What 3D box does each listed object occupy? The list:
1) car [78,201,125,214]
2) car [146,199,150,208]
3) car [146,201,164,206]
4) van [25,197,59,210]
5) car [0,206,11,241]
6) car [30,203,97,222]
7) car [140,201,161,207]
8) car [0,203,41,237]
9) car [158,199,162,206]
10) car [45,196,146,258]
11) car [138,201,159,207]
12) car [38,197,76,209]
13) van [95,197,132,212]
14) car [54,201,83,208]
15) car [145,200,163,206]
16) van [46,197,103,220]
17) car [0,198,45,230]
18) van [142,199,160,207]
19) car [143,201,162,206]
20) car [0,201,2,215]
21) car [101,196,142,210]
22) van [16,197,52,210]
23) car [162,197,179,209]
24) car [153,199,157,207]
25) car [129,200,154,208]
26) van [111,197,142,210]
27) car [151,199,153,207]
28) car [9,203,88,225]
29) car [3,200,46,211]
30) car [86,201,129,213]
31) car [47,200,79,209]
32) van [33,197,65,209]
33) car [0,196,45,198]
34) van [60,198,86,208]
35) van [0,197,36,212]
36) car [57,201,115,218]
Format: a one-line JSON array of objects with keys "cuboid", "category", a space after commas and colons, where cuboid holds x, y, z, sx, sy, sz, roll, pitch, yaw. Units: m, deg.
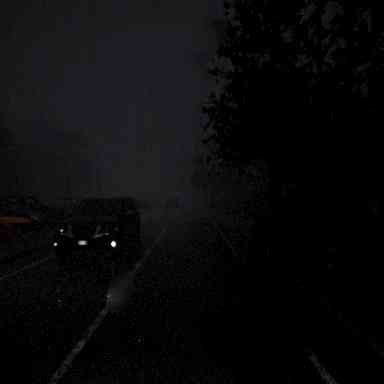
[{"cuboid": [-10.306, 1.773, 38.168, 4.792, 1.488, 2.163, 0, -1, 0], "category": "car"}, {"cuboid": [-10.328, 2.143, 57.578, 5.008, 1.535, 2.097, 0, -2, 0], "category": "car"}, {"cuboid": [-10.322, 3.201, 93.654, 4.892, 1.521, 2.231, 0, -2, 0], "category": "car"}, {"cuboid": [-23.530, 1.760, 52.181, 4.442, 1.987, 1.878, 0, -2, 0], "category": "van"}, {"cuboid": [-10.345, 1.446, 13.194, 4.892, 1.521, 2.231, 0, 0, 0], "category": "car"}, {"cuboid": [-10.340, 1.640, 27.065, 4.674, 1.452, 2.002, 0, -1, 0], "category": "car"}, {"cuboid": [-10.301, 2.898, 82.553, 4.792, 1.488, 2.163, 0, -2, 0], "category": "car"}, {"cuboid": [-10.345, 1.466, 15.966, 5.008, 1.535, 2.097, 0, -1, 0], "category": "car"}, {"cuboid": [-10.146, 2.624, 74.228, 5.366, 1.575, 1.946, 0, -2, 0], "category": "car"}, {"cuboid": [-3.356, 1.206, 12.961, 2.150, 2.045, 5.566, 0, 0, 0], "category": "car"}, {"cuboid": [-10.301, 2.818, 79.778, 4.792, 1.488, 2.163, 0, -2, 0], "category": "car"}, {"cuboid": [-23.385, 1.892, 57.595, 5.566, 2.045, 2.435, 0, -2, 0], "category": "car"}, {"cuboid": [-10.218, 1.589, 43.724, 4.442, 1.987, 1.878, 0, -1, 0], "category": "van"}, {"cuboid": [-23.410, 2.347, 63.250, 4.674, 1.452, 2.002, 0, -2, 0], "category": "car"}, {"cuboid": [-10.360, 2.987, 90.880, 4.553, 1.767, 2.185, 0, -2, 0], "category": "car"}, {"cuboid": [-10.454, 1.410, 29.844, 4.442, 1.987, 1.878, 0, -1, 0], "category": "van"}, {"cuboid": [-10.370, 1.369, 18.744, 4.553, 1.767, 2.185, 0, -1, 0], "category": "car"}, {"cuboid": [-10.446, 2.724, 85.335, 4.442, 1.987, 1.878, 0, -2, 0], "category": "van"}, {"cuboid": [-10.359, 3.059, 88.103, 4.792, 1.488, 2.163, 0, -2, 0], "category": "car"}, {"cuboid": [-23.410, 1.710, 35.576, 4.892, 1.521, 2.231, 0, -1, 0], "category": "car"}, {"cuboid": [-10.363, 1.651, 49.261, 5.566, 2.045, 2.435, 0, -2, 0], "category": "car"}, {"cuboid": [-23.298, 1.676, 49.279, 4.442, 1.987, 1.878, 0, -1, 0], "category": "van"}, {"cuboid": [-3.334, 1.869, 56.826, 2.150, 2.045, 5.566, 0, -1, 0], "category": "car"}, {"cuboid": [-10.147, 2.382, 65.904, 5.366, 1.575, 1.946, 0, -2, 0], "category": "car"}, {"cuboid": [-10.325, 2.467, 68.679, 4.892, 1.521, 2.231, 0, -2, 0], "category": "car"}, {"cuboid": [-10.217, 1.757, 52.035, 4.442, 1.987, 1.878, 0, -2, 0], "category": "van"}, {"cuboid": [-10.301, 2.179, 63.132, 4.553, 1.767, 2.185, 0, -2, 0], "category": "car"}, {"cuboid": [-10.367, 1.593, 24.290, 4.792, 1.488, 2.163, 0, -1, 0], "category": "car"}, {"cuboid": [-23.420, 1.852, 46.655, 5.008, 1.535, 2.097, 0, -1, 0], "category": "car"}, {"cuboid": [-10.338, 1.819, 40.945, 4.674, 1.452, 2.002, 0, -1, 0], "category": "car"}, {"cuboid": [-23.407, 2.227, 60.481, 5.008, 1.535, 2.097, 0, -2, 0], "category": "car"}, {"cuboid": [-23.530, 1.837, 54.825, 4.442, 1.987, 1.878, 0, -2, 0], "category": "van"}, {"cuboid": [-10.310, 1.276, 21.517, 5.566, 2.045, 2.435, 0, -1, 0], "category": "car"}, {"cuboid": [-23.528, 2.158, 65.901, 4.442, 1.987, 1.878, 0, -2, 0], "category": "van"}, {"cuboid": [-23.298, 1.591, 43.888, 4.442, 1.987, 1.878, 0, -1, 0], "category": "van"}, {"cuboid": [-10.342, 1.671, 32.618, 5.008, 1.535, 2.097, 0, -1, 0], "category": "car"}]
